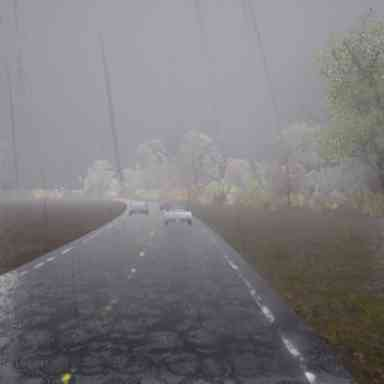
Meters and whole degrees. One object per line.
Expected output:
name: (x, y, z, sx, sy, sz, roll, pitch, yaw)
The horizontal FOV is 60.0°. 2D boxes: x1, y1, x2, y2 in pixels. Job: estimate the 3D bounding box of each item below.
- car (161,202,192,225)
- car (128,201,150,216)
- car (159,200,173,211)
car: (-1.104, 1.641, 24.551, 1.895, 1.301, 4.718, 0, 0, -5)
car: (-5.209, 1.584, 32.971, 1.812, 1.442, 4.674, 0, 0, -7)
car: (-3.208, 1.668, 42.000, 1.895, 1.301, 4.718, 0, 0, -8)
